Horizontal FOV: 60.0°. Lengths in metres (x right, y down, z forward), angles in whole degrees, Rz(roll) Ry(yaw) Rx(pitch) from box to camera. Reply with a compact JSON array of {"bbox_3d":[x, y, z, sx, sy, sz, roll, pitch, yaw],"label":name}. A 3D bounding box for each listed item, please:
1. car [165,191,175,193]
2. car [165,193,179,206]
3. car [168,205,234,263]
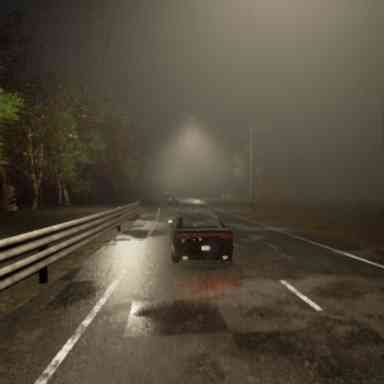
[{"bbox_3d":[-4.557,1.081,69.126,2.097,1.767,4.553,0,0,-5],"label":"car"},{"bbox_3d":[-3.038,1.300,50.827,2.128,1.511,4.902,0,0,-5],"label":"car"},{"bbox_3d":[0.187,1.435,11.918,1.882,1.535,5.008,0,0,-5],"label":"car"}]
